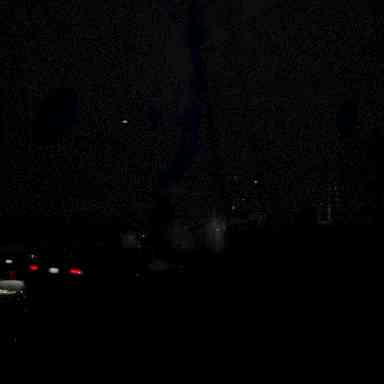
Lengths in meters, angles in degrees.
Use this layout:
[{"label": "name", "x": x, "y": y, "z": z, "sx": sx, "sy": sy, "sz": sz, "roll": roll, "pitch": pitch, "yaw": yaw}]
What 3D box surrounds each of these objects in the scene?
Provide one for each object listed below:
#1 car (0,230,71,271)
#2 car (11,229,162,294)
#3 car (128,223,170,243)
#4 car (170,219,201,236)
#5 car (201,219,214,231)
[{"label": "car", "x": -5.425, "y": 2.186, "z": 12.645, "sx": 1.994, "sy": 1.385, "sz": 4.181, "roll": 2, "pitch": -3, "yaw": 13}, {"label": "car", "x": -2.923, "y": 2.183, "z": 10.795, "sx": 2.033, "sy": 1.411, "sz": 5.357, "roll": 2, "pitch": -3, "yaw": 13}, {"label": "car", "x": -3.243, "y": 2.819, "z": 22.230, "sx": 1.994, "sy": 1.385, "sz": 4.181, "roll": 2, "pitch": -3, "yaw": 13}, {"label": "car", "x": -0.816, "y": 3.493, "z": 32.861, "sx": 1.837, "sy": 1.490, "sz": 4.892, "roll": 2, "pitch": -4, "yaw": 13}, {"label": "car", "x": 1.953, "y": 4.324, "z": 44.768, "sx": 1.882, "sy": 1.535, "sz": 5.008, "roll": 2, "pitch": -3, "yaw": 14}]
